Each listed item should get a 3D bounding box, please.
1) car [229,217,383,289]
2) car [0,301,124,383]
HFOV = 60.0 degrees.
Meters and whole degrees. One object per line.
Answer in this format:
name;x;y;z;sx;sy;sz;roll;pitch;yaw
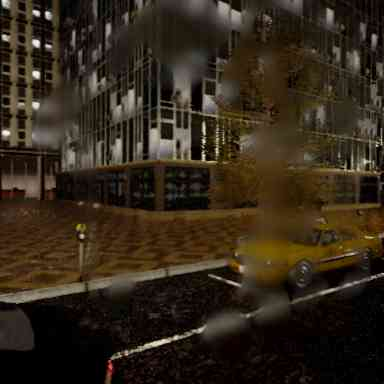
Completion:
car;3.134;1.363;8.669;4.829;1.417;1.752;-1;2;-35
car;-2.721;1.461;1.489;4.902;1.511;2.128;-1;1;-35
